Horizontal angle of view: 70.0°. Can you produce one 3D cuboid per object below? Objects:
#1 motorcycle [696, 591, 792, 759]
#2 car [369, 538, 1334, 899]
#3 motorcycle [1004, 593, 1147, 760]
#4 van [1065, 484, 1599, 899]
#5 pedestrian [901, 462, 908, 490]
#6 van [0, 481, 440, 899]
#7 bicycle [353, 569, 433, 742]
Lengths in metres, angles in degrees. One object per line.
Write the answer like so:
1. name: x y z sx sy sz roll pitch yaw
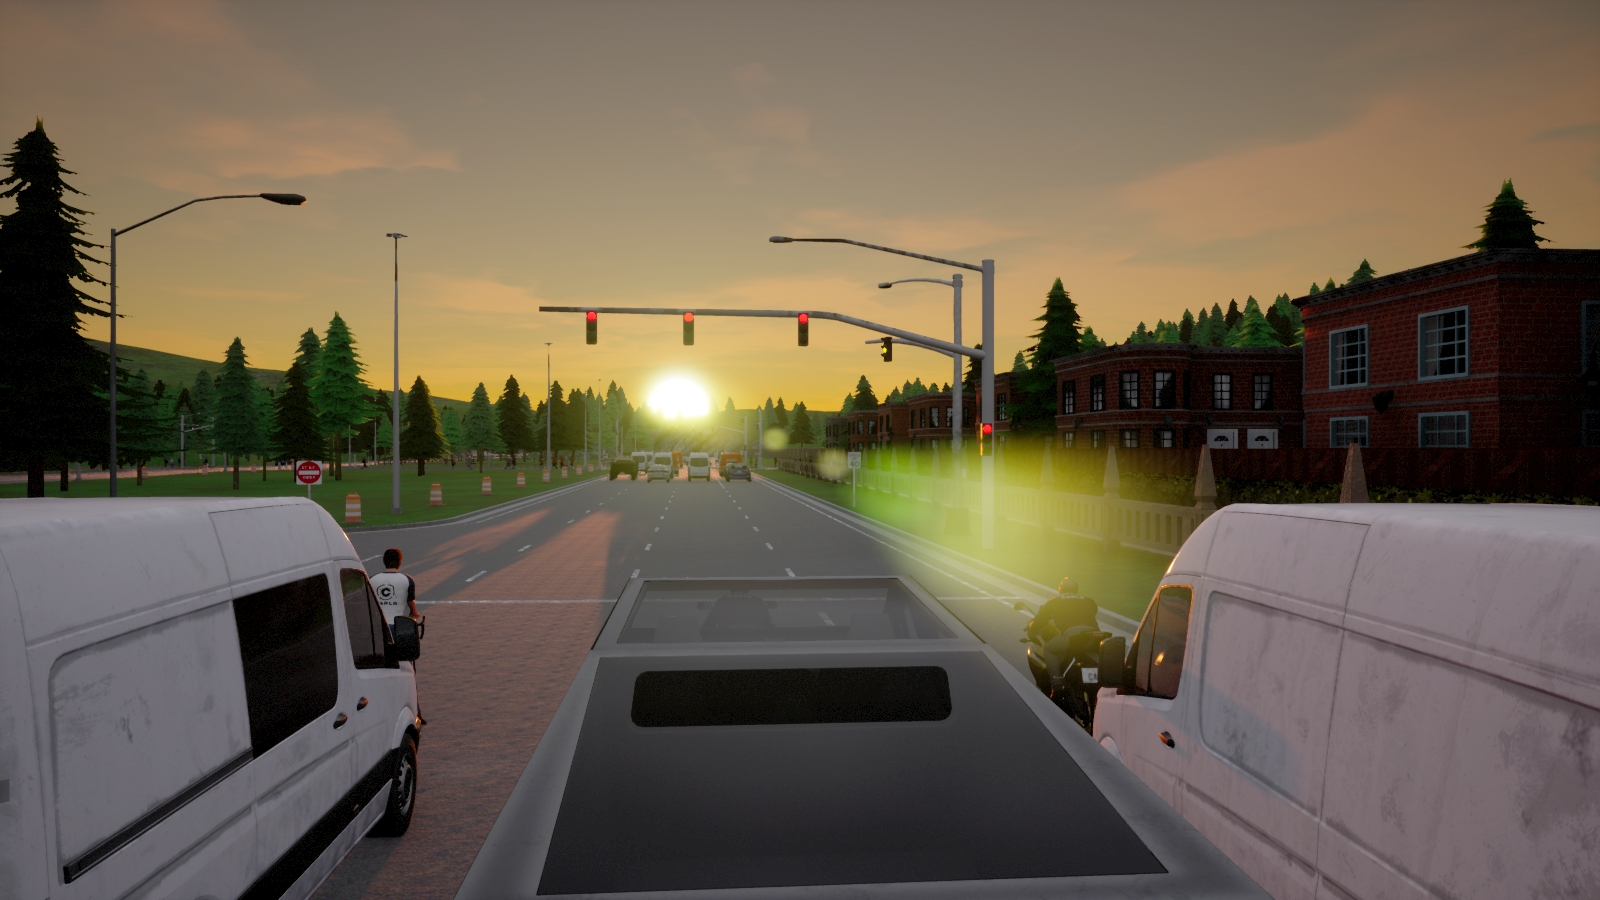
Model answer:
1. motorcycle: -0.613 2.205 11.622 0.867 1.251 2.209 0 0 -6
2. car: -0.117 1.754 5.929 2.390 2.098 6.274 0 0 -5
3. motorcycle: 2.714 2.205 11.543 0.867 1.251 2.209 0 0 -2
4. van: 3.020 1.534 5.590 1.988 2.561 5.915 0 0 -1
5. pedestrian: 6.820 1.698 74.768 0.375 1.860 0.375 0 0 -5
6. van: -3.677 1.534 6.378 1.988 2.561 5.915 0 0 -5
7. bicycle: -4.173 2.056 11.794 0.373 1.496 1.643 0 0 -5
